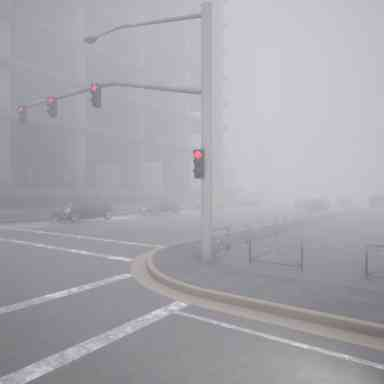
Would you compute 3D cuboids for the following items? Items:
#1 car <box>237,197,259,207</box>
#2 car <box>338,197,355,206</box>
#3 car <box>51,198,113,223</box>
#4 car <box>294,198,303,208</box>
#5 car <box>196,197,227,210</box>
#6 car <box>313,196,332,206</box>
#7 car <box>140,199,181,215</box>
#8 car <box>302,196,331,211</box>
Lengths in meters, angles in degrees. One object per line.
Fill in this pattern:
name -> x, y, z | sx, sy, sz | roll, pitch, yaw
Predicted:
car -> 8.264, 1.470, 48.729 | 1.812, 1.442, 4.674 | 0, 0, 36
car -> 25.078, 1.508, 54.023 | 1.994, 1.385, 4.181 | 0, 0, 35
car -> -8.317, 1.297, 25.406 | 2.097, 1.767, 4.553 | 0, 0, 36
car -> 16.116, 1.509, 47.425 | 1.994, 1.385, 4.181 | 0, 0, 35
car -> 2.401, 1.422, 40.515 | 1.882, 1.535, 5.008 | 0, 0, 36
car -> 21.864, 1.422, 55.539 | 1.882, 1.535, 5.008 | 0, 0, 35
car -> -3.052, 1.436, 32.829 | 2.128, 1.511, 4.902 | 0, 0, 35
car -> 15.259, 1.508, 40.166 | 1.994, 1.385, 4.181 | 0, 0, 35
